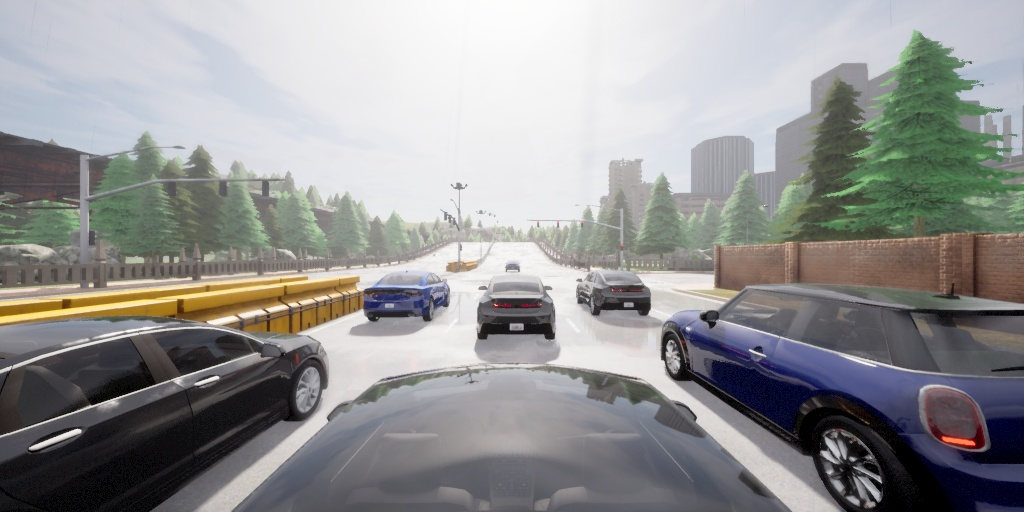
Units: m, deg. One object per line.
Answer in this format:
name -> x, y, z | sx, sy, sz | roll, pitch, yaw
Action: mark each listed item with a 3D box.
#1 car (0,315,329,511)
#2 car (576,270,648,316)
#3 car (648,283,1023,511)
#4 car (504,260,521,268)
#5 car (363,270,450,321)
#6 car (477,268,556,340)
car -> -3.400, 1.255, 2.934 | 1.837, 1.490, 4.892 | 0, 0, 0
car -> 3.619, 1.255, 13.436 | 1.837, 1.490, 4.892 | 0, 0, 1
car -> 3.602, 1.102, 4.352 | 2.097, 1.767, 4.553 | 0, 0, 0
car -> 0.086, 1.276, 46.270 | 1.812, 1.442, 4.674 | 0, 0, 0
car -> -3.399, 1.228, 12.427 | 1.882, 1.535, 5.008 | 0, 0, 0
car -> 0.099, 1.255, 10.003 | 1.837, 1.490, 4.892 | 0, 0, 0
